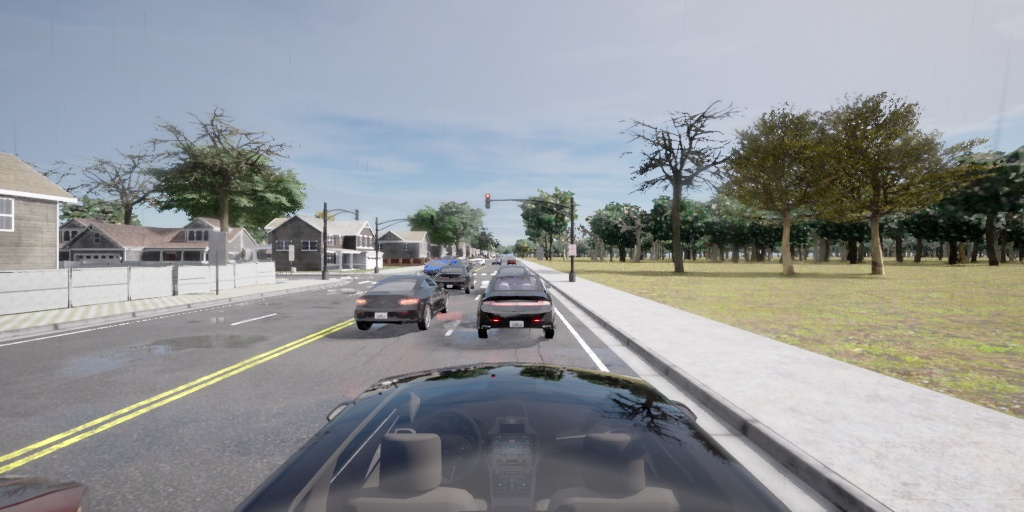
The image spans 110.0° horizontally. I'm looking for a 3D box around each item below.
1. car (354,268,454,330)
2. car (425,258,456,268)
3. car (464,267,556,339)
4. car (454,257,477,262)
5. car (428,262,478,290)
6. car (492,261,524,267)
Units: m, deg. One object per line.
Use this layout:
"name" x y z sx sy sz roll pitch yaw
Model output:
"car" -3.154 1.275 10.949 1.812 1.442 4.674 0 0 0
"car" -6.628 1.225 32.533 1.882 1.535 5.008 0 0 0
"car" 0.095 1.241 10.084 2.128 1.511 4.902 0 0 0
"car" -6.636 1.227 50.440 2.128 1.511 4.902 0 0 0
"car" -3.153 1.254 20.208 1.837 1.490 4.892 0 0 -1
"car" 0.030 1.227 19.540 1.882 1.535 5.008 0 0 0
